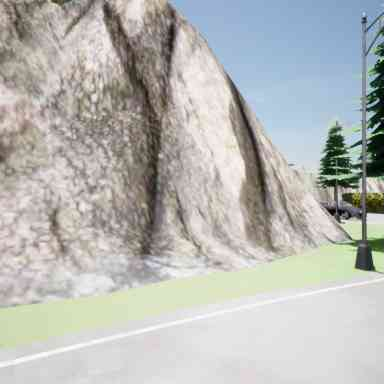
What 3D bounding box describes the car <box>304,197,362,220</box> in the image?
[{"bbox_3d":[12.393,1.491,28.315,2.128,1.511,4.902,0,0,-26],"label":"car"}]
